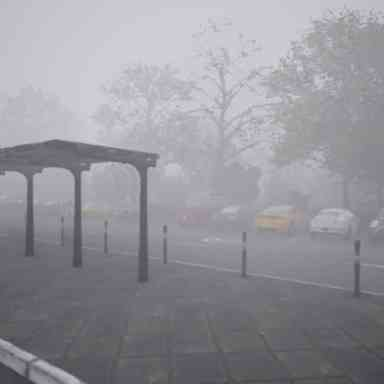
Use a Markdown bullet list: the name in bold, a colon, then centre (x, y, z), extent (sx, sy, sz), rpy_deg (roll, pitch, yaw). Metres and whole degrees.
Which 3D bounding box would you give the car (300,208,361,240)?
- **car**: centre (7.505, 1.565, 17.364), extent (2.002, 1.452, 4.674), rpy_deg (0, 0, 35)

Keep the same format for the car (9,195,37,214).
- **car**: centre (-15.112, 1.418, 33.452), extent (2.097, 1.535, 5.008), rpy_deg (0, 0, 35)

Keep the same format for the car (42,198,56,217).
- **car**: centre (-10.574, 1.468, 30.255), extent (2.163, 1.488, 4.792), rpy_deg (0, 0, 35)

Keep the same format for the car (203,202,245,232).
- **car**: centre (2.979, 1.543, 20.580), extent (2.002, 1.452, 4.674), rpy_deg (0, 0, 35)

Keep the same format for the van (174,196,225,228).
- **van**: centre (0.788, 1.266, 22.285), extent (1.878, 1.987, 4.442), rpy_deg (0, 0, 35)

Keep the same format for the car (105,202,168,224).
- **car**: centre (-3.821, 1.500, 25.383), extent (2.163, 1.488, 4.792), rpy_deg (0, 0, 35)

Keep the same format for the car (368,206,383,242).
- **car**: centre (9.787, 1.411, 15.783), extent (2.185, 1.767, 4.553), rpy_deg (0, 0, 35)

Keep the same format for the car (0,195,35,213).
- **car**: centre (-17.375, 1.407, 35.060), extent (2.097, 1.535, 5.008), rpy_deg (0, 0, 35)

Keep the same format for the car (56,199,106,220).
- **car**: centre (-8.437, 1.446, 28.472), extent (1.946, 1.575, 5.366), rpy_deg (0, 0, 35)

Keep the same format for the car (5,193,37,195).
- **car**: centre (-19.656, 1.145, 36.640), extent (2.435, 2.045, 5.566), rpy_deg (0, 0, 35)

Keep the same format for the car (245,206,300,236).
- **car**: centre (5.242, 1.513, 18.969), extent (2.097, 1.535, 5.008), rpy_deg (0, 0, 35)

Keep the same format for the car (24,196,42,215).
- **car**: centre (-12.849, 1.429, 31.844), extent (2.231, 1.521, 4.892), rpy_deg (0, 0, 35)
